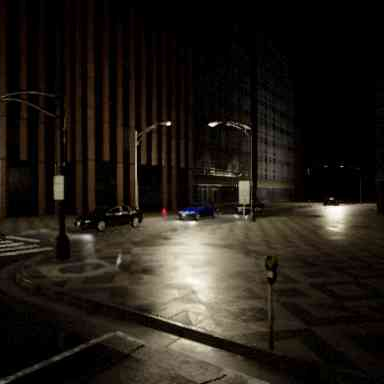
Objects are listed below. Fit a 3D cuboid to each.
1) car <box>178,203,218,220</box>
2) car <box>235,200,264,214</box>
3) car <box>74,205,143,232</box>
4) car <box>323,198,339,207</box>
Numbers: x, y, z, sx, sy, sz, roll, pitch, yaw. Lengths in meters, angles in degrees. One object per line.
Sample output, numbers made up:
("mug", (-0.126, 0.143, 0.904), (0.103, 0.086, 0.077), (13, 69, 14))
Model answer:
("car", (0.656, 1.693, 29.904), (1.812, 1.442, 4.674), (0, 0, 35))
("car", (6.650, 1.696, 38.397), (2.128, 1.511, 4.902), (0, 0, 35))
("car", (-5.258, 1.634, 21.497), (1.837, 1.490, 4.892), (0, 0, 35))
("car", (24.209, 1.761, 57.811), (2.128, 1.511, 4.902), (0, 0, 35))
